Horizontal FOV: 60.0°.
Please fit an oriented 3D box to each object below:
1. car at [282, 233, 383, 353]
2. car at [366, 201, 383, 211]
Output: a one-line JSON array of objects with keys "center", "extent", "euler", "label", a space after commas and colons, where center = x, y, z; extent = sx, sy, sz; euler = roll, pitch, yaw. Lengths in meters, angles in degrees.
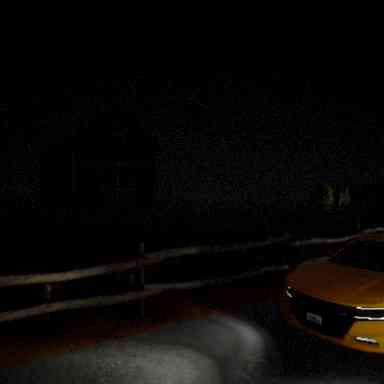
[{"center": [3.777, 1.533, 6.112], "extent": [5.008, 1.535, 1.882], "euler": [1, 0, -35], "label": "car"}, {"center": [21.111, 1.675, 35.586], "extent": [2.097, 1.767, 4.553], "euler": [1, 0, -34], "label": "car"}]
